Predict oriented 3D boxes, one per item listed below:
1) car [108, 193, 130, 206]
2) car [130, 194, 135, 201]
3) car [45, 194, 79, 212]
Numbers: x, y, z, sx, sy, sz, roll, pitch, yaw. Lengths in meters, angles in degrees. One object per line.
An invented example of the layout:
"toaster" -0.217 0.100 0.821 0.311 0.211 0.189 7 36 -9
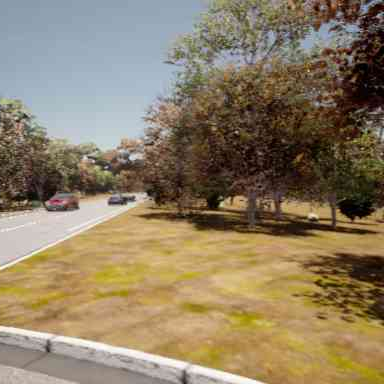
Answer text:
"car" -9.689 0.993 43.333 1.994 1.385 4.181 -1 1 -3
"car" -10.299 0.882 53.343 1.895 1.301 4.718 -1 1 -3
"car" -12.756 0.977 32.825 2.097 1.767 4.553 -1 1 -3
